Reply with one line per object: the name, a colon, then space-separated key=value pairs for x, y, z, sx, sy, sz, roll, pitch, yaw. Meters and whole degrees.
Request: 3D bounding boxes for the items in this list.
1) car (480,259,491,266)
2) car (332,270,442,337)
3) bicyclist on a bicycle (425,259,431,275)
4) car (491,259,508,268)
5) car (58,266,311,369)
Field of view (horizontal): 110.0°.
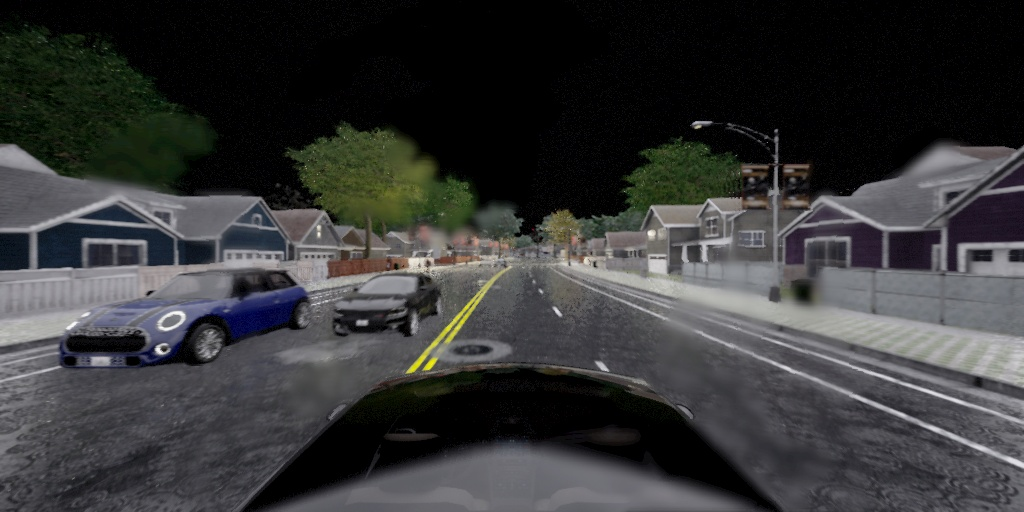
car: x=-4.675 y=1.189 z=64.412 sx=1.895 sy=1.301 sz=4.718 roll=0 pitch=0 yaw=1
car: x=-3.348 y=1.223 z=10.510 sx=1.882 sy=1.535 sz=5.008 roll=0 pitch=0 yaw=0
bicyclist on a bicycle: x=-8.491 y=1.142 z=36.226 sx=0.582 sy=1.620 sz=1.656 roll=0 pitch=1 yaw=2
car: x=-1.855 y=1.138 z=58.348 sx=1.812 sy=1.442 sz=4.674 roll=0 pitch=0 yaw=4
car: x=-6.598 y=1.099 z=7.995 sx=2.097 sy=1.767 sz=4.553 roll=0 pitch=0 yaw=0
